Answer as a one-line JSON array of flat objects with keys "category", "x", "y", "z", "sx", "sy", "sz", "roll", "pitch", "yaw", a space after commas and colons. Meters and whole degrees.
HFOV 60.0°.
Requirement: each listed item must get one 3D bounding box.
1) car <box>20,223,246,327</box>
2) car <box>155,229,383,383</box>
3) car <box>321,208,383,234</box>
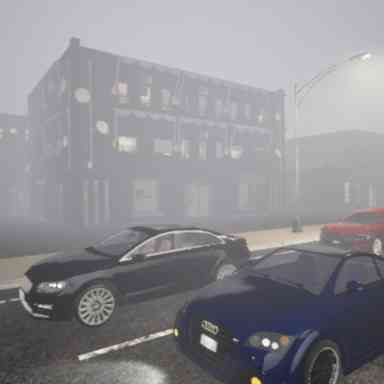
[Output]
[{"category": "car", "x": -0.881, "y": 1.469, "z": 7.052, "sx": 4.902, "sy": 1.511, "sz": 2.128, "roll": 0, "pitch": 0, "yaw": -36}, {"category": "car", "x": 1.810, "y": 1.534, "z": 4.980, "sx": 4.181, "sy": 1.385, "sz": 1.994, "roll": 0, "pitch": 0, "yaw": -36}, {"category": "car", "x": 6.855, "y": 1.387, "z": 12.572, "sx": 5.008, "sy": 1.535, "sz": 1.882, "roll": 0, "pitch": 0, "yaw": -35}]
